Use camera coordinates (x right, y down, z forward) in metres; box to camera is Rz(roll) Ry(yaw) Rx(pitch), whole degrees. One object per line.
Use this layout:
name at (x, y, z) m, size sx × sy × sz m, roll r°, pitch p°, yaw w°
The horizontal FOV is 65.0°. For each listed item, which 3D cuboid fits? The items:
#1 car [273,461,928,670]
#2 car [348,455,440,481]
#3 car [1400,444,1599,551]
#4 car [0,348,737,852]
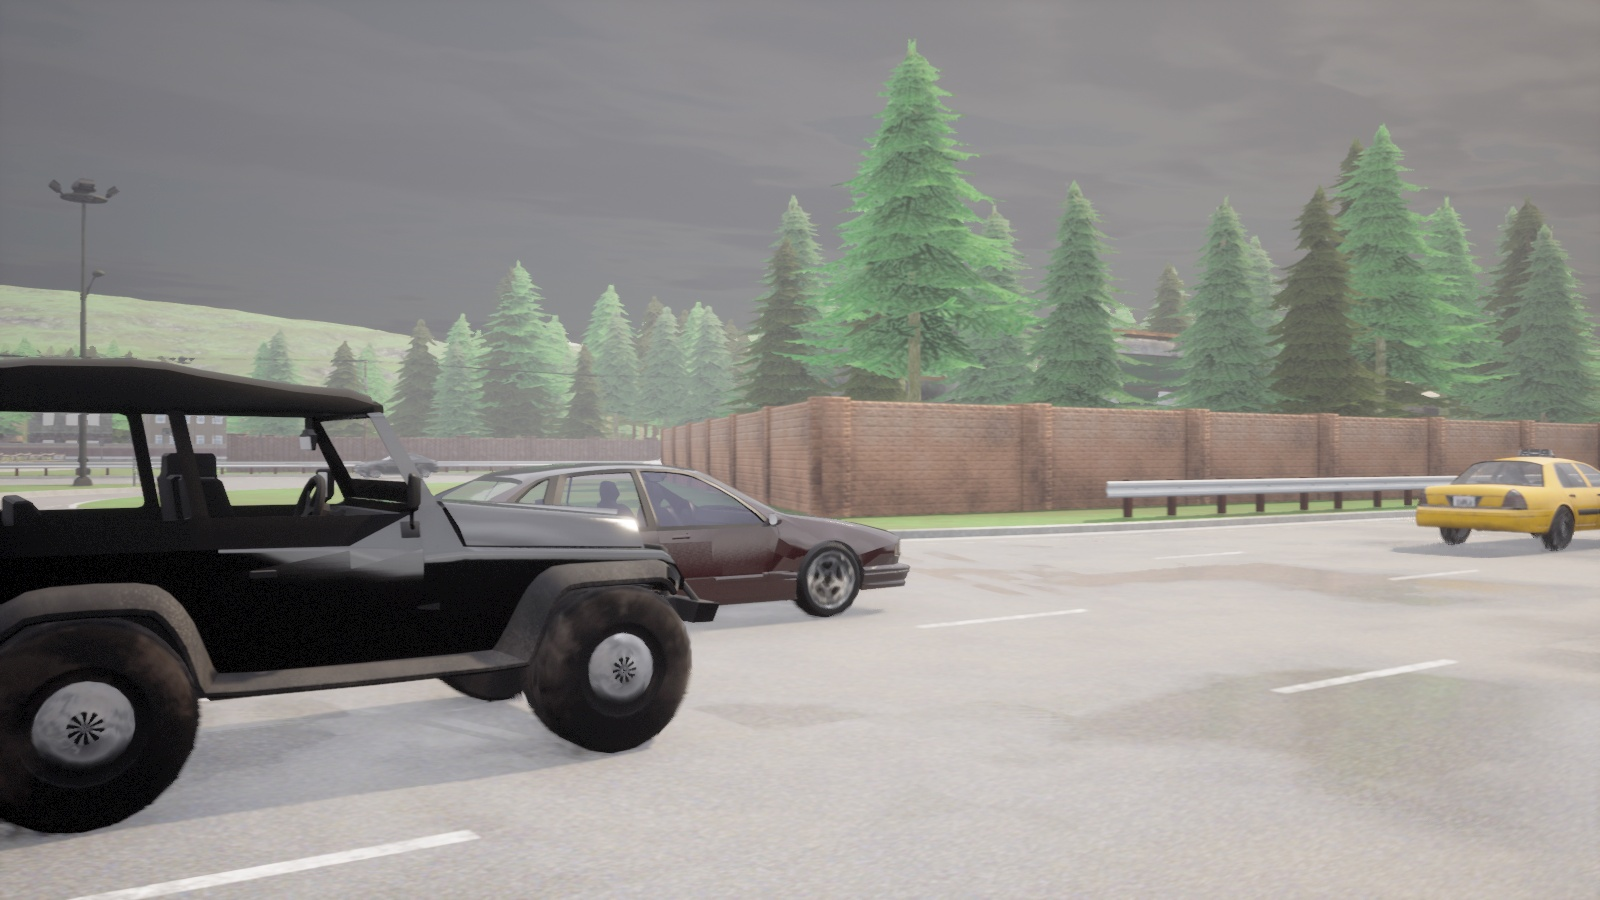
car at (-1.580, 0.823, 11.088) m, size 5.357 × 1.411 × 2.033 m, roll 0°, pitch 0°, yaw -35°
car at (-23.357, 0.997, 72.305) m, size 4.674 × 1.442 × 1.812 m, roll 0°, pitch 0°, yaw -35°
car at (12.219, 0.707, 20.693) m, size 5.366 × 1.575 × 1.801 m, roll 0°, pitch 0°, yaw -35°
car at (-2.462, 0.561, 6.210) m, size 3.866 × 1.878 × 1.905 m, roll 0°, pitch 0°, yaw -35°
